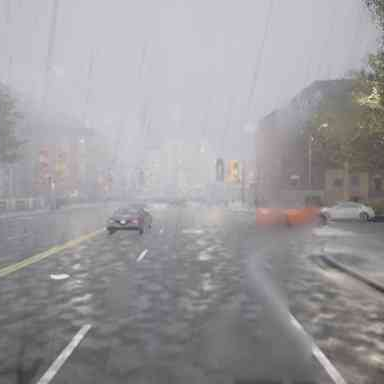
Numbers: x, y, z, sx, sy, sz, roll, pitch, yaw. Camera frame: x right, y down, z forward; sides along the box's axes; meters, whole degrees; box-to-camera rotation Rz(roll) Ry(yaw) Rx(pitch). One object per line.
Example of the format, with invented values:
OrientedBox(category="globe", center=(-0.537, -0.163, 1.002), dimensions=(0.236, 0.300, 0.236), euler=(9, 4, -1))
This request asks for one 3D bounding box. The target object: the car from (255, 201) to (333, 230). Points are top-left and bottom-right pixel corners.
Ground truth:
OrientedBox(category="car", center=(6.280, 1.321, 21.008), dimensions=(4.553, 1.767, 2.097), euler=(0, 1, -27))

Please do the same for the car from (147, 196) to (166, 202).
OrientedBox(category="car", center=(-7.727, 1.486, 73.024), dimensions=(1.895, 1.301, 4.718), euler=(0, 0, 30))

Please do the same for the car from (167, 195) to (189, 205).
OrientedBox(category="car", center=(-2.322, 1.516, 57.002), dimensions=(1.895, 1.301, 4.718), euler=(0, 0, 11))

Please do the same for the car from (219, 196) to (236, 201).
OrientedBox(category="car", center=(8.586, 1.477, 79.079), dimensions=(1.895, 1.301, 4.718), euler=(0, 0, 43))

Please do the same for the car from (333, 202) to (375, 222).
OrientedBox(category="car", center=(11.528, 1.488, 25.666), dimensions=(4.674, 1.442, 1.812), euler=(0, 0, 2))

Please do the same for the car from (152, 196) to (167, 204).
OrientedBox(category="car", center=(-5.156, 1.510, 60.971), dimensions=(1.895, 1.301, 4.718), euler=(0, 0, 15))

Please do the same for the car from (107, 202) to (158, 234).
OrientedBox(category="car", center=(-3.398, 1.519, 18.912), dimensions=(2.033, 1.411, 5.357), euler=(0, 0, 0))

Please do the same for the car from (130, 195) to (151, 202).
OrientedBox(category="car", center=(-7.013, 1.499, 43.452), dimensions=(1.994, 1.385, 4.181), euler=(0, 0, 1))

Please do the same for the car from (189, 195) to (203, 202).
OrientedBox(category="car", center=(0.894, 1.440, 74.745), dimensions=(1.994, 1.385, 4.181), euler=(0, 0, 30))
